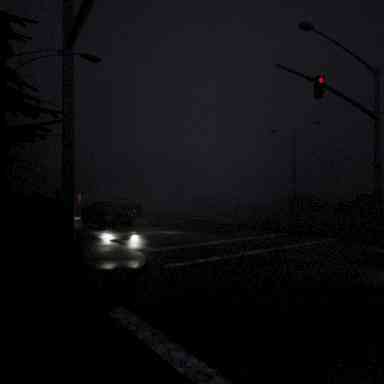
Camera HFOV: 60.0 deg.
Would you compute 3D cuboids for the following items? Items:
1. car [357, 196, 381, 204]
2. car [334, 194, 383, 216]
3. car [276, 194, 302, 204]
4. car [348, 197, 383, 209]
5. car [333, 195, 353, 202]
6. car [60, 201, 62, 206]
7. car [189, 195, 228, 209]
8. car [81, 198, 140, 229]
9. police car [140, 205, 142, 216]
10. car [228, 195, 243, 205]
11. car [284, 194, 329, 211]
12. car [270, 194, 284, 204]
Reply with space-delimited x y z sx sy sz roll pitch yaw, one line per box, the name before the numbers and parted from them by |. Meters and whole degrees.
car | 35.793 1.544 67.180 1.970 1.475 3.806 0 0 -35
car | 15.357 1.152 30.661 1.905 1.878 3.866 0 0 -35
car | 18.683 1.256 64.383 1.932 1.855 4.605 0 0 -35
car | 24.114 1.408 45.573 2.007 1.523 4.514 0 0 -35
car | 33.960 1.554 74.964 1.845 1.501 3.633 0 0 -35
car | -13.589 1.387 32.420 2.128 1.511 4.902 0 0 -35
car | 2.079 1.409 43.180 2.007 1.523 4.514 0 0 -35
car | -5.327 1.342 20.581 1.882 1.535 5.008 0 0 -35
police car | -5.980 1.309 27.796 1.930 1.638 5.238 0 0 -35
car | 6.080 1.293 55.010 2.152 1.636 5.027 0 0 -35
car | 13.517 1.194 38.988 1.932 1.855 4.605 0 0 -35
car | 16.544 1.231 62.373 1.905 1.878 3.866 0 0 -35
